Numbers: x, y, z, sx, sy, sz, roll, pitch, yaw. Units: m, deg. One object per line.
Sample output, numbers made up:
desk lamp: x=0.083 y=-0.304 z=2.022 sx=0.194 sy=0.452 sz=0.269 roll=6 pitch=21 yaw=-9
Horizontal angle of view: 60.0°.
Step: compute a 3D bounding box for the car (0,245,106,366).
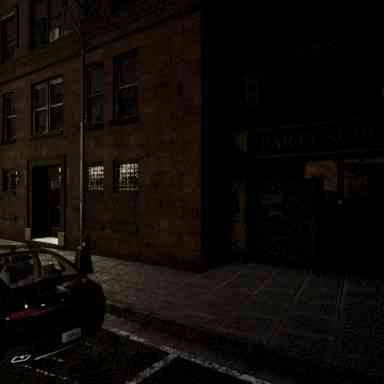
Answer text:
car: x=-3.274 y=1.551 z=5.434 sx=4.403 sy=1.369 sz=2.008 roll=0 pitch=0 yaw=36
